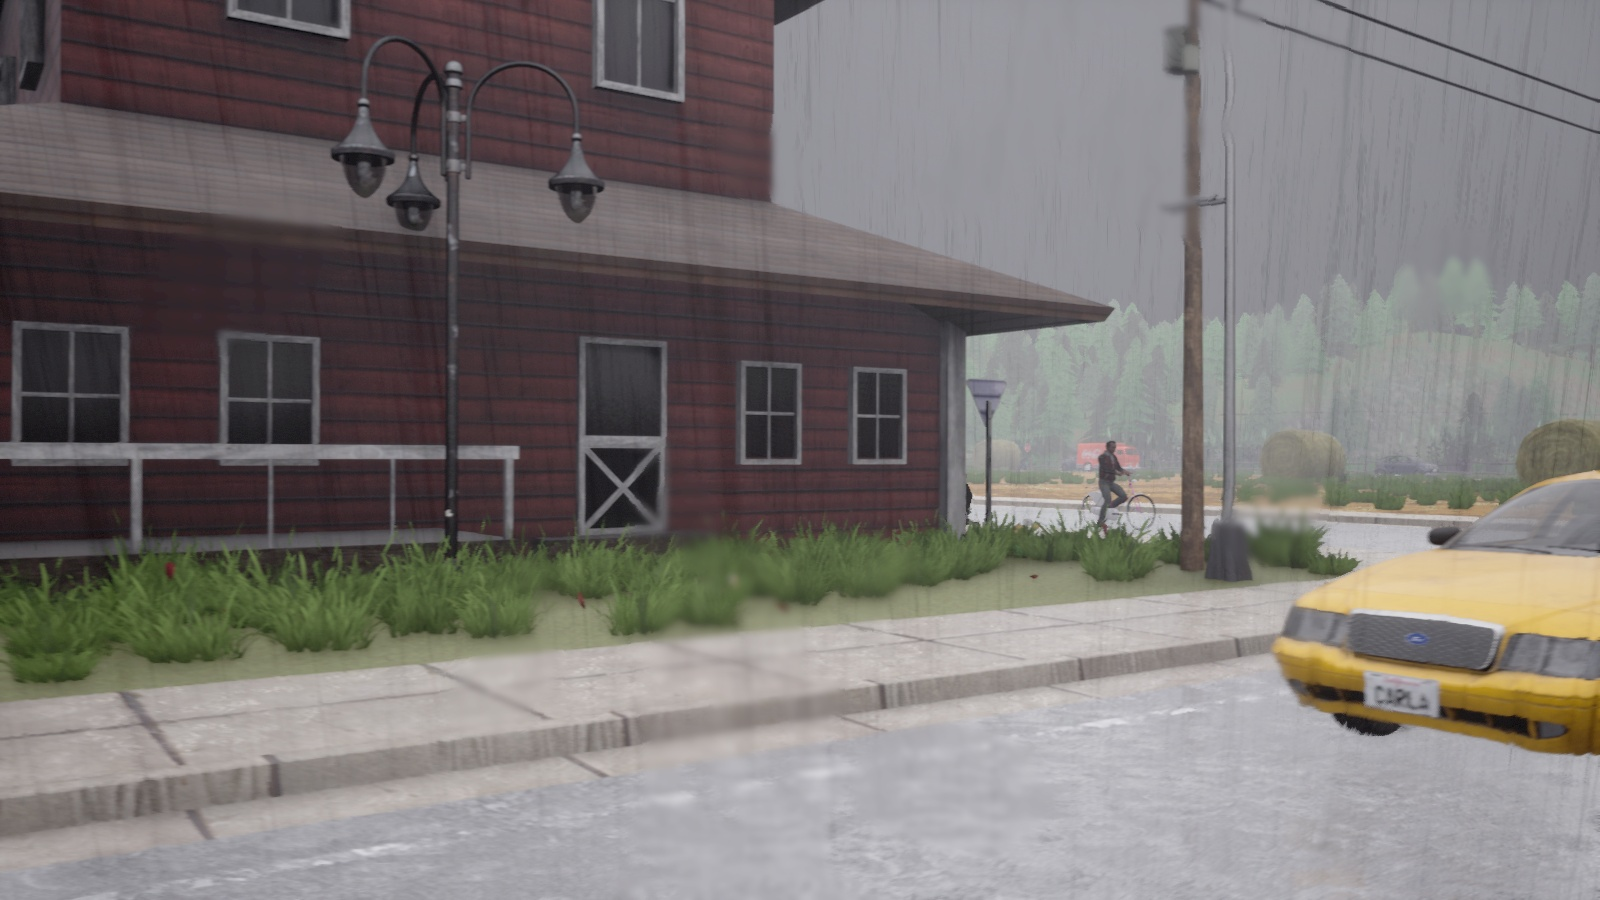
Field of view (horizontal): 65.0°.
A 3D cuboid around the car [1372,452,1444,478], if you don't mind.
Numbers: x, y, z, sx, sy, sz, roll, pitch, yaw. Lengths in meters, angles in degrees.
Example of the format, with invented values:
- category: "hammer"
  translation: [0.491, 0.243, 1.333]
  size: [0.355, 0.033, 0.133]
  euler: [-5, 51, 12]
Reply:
- category: "car"
  translation: [38.515, 0.936, 79.565]
  size: [1.789, 1.549, 3.705]
  euler: [0, 0, -32]

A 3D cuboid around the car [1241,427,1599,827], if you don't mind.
- category: "car"
  translation: [4.931, 0.704, 7.091]
  size: [5.366, 1.575, 1.801]
  euler: [0, 0, -35]

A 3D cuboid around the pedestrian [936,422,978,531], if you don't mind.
- category: "pedestrian"
  translation: [2.703, 0.452, 21.638]
  size: [0.634, 1.846, 0.331]
  euler: [0, 0, 27]

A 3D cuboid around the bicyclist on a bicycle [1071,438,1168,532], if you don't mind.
- category: "bicyclist on a bicycle"
  translation: [6.295, 0.669, 24.826]
  size: [0.659, 1.776, 1.843]
  euler: [0, 0, -36]
